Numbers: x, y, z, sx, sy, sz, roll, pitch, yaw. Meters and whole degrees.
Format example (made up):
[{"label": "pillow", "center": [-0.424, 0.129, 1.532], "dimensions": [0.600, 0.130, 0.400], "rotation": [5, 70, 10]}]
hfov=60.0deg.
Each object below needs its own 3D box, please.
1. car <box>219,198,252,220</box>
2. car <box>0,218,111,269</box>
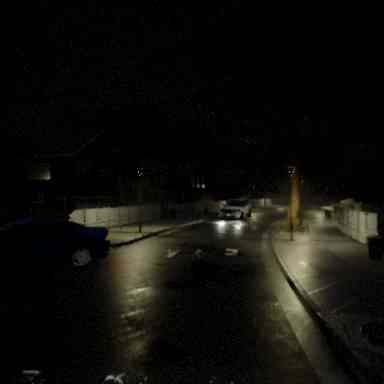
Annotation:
[{"label": "car", "center": [4.386, 1.681, 32.997], "dimensions": [2.150, 2.045, 5.566], "rotation": [-1, 1, 23]}, {"label": "car", "center": [-5.126, 1.586, 10.532], "dimensions": [5.008, 1.535, 1.882], "rotation": [1, 3, -26]}]
